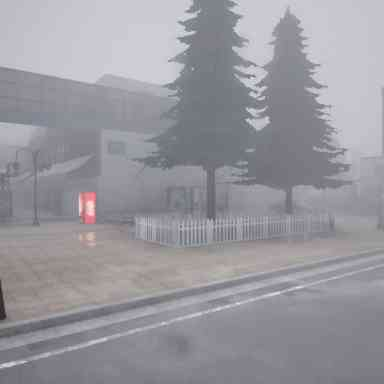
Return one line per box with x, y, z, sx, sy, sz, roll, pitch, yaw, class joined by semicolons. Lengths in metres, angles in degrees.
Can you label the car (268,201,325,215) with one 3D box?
9.582;1.532;30.796;2.033;1.411;5.357;0;0;-34;car
